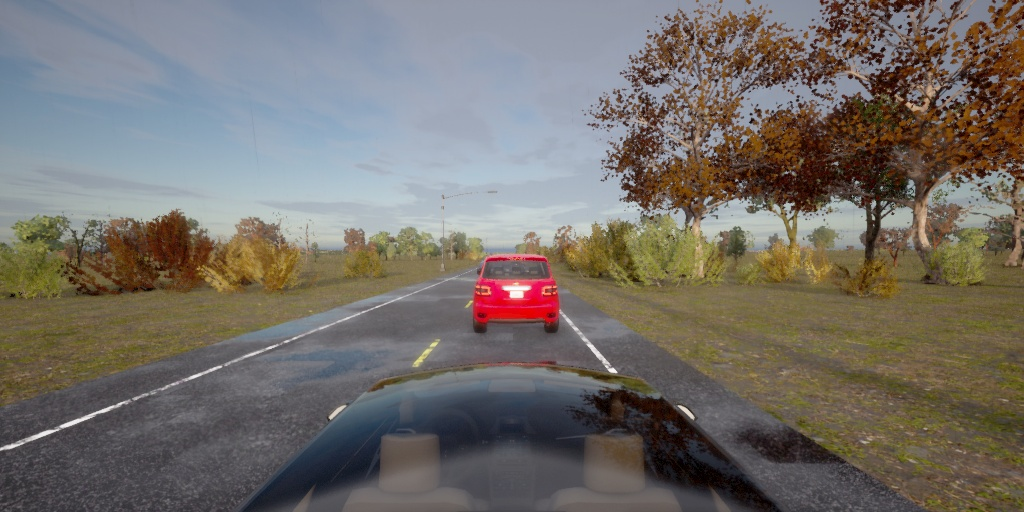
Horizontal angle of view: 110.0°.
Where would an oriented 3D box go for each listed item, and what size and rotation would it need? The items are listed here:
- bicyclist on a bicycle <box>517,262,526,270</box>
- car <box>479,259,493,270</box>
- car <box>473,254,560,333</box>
[{"bbox_3d":[0.877,1.110,30.021,0.659,1.776,1.843,0,0,0],"label":"bicyclist on a bicycle"},{"bbox_3d":[-3.877,1.260,53.426,1.812,1.442,4.674,0,0,-1],"label":"car"},{"bbox_3d":[0.084,0.968,10.842,2.150,2.045,5.566,0,0,-1],"label":"car"}]
